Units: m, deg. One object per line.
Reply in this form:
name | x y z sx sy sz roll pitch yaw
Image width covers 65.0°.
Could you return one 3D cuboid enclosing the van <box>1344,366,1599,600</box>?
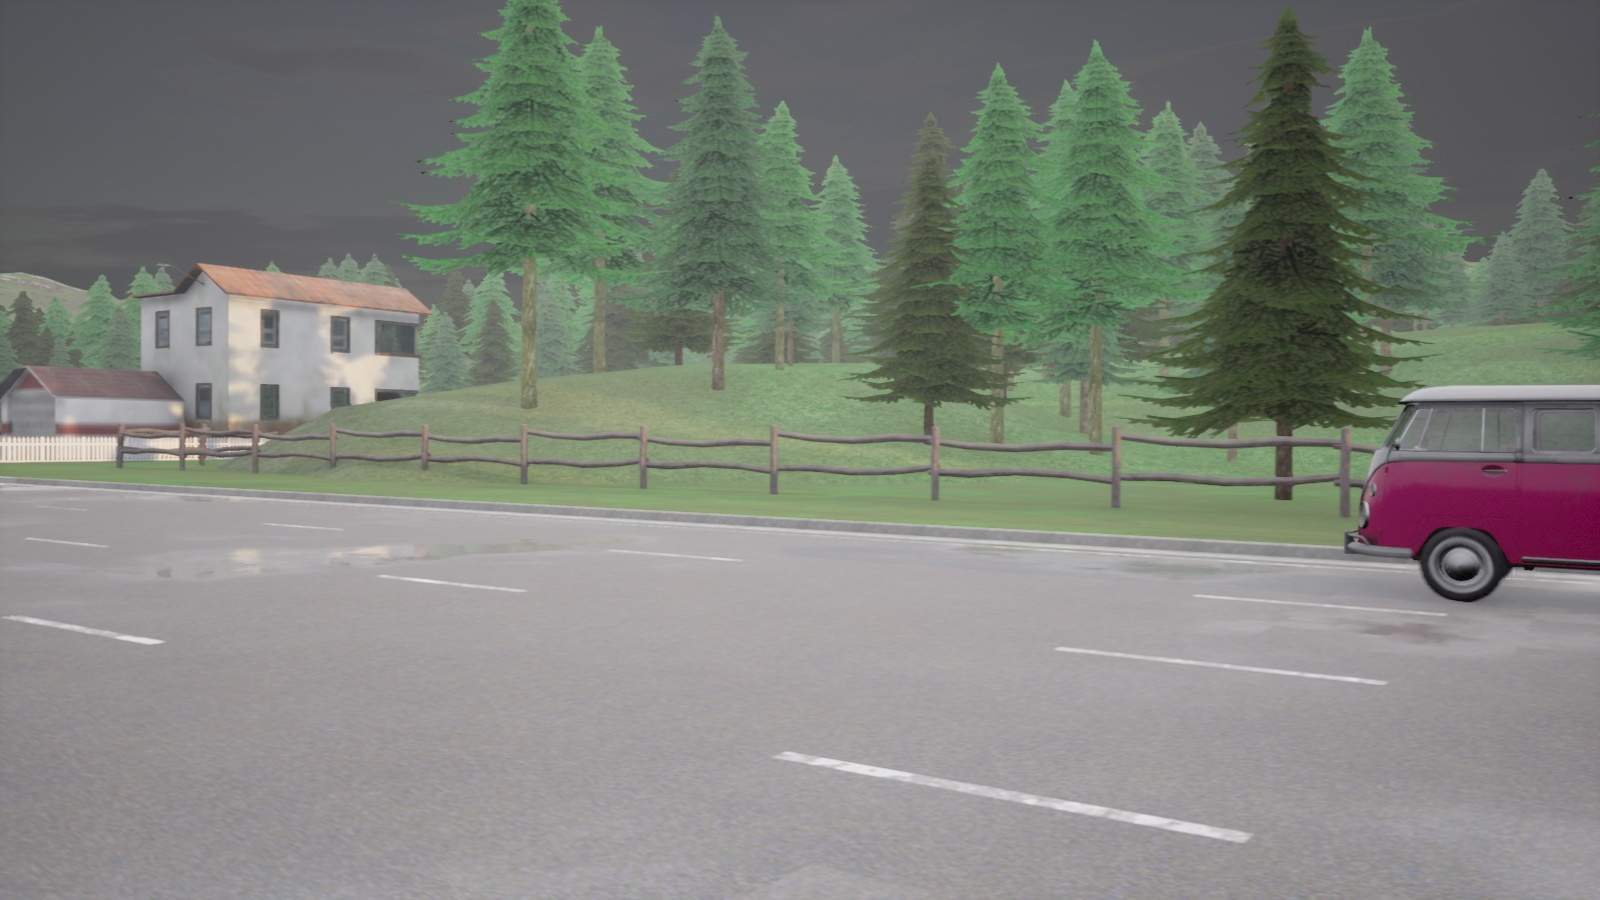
van | 7.441 0.263 11.280 4.442 1.987 1.775 0 1 34
